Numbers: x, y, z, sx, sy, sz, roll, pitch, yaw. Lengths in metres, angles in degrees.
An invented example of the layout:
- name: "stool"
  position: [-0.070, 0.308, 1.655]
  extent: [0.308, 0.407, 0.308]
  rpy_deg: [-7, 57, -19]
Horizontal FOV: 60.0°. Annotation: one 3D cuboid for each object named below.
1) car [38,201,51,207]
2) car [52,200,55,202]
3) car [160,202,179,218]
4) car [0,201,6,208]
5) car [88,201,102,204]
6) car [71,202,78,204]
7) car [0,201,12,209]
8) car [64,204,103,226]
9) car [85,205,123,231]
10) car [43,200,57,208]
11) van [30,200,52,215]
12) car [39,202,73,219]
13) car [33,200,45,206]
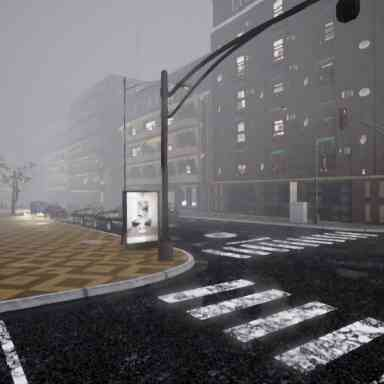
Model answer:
- name: "car"
  position: [-34.533, 2.734, 77.762]
  extent: [1.947, 1.339, 4.313]
  rpy_deg: [-2, 0, -36]
- name: "car"
  position: [-25.325, 2.469, 60.621]
  extent: [1.994, 1.385, 4.181]
  rpy_deg: [-1, -1, -36]
- name: "car"
  position: [-3.110, 1.823, 34.520]
  extent: [1.967, 1.590, 4.097]
  rpy_deg: [-2, 0, -36]
- name: "car"
  position: [-44.588, 2.860, 77.366]
  extent: [1.887, 1.381, 4.507]
  rpy_deg: [-2, 0, -36]
- name: "car"
  position: [-14.954, 2.117, 50.687]
  extent: [1.967, 1.590, 4.097]
  rpy_deg: [-2, 0, -36]
- name: "car"
  position: [-21.480, 2.423, 59.710]
  extent: [1.802, 1.307, 4.206]
  rpy_deg: [-2, 0, -36]
- name: "car"
  position: [-38.062, 2.702, 68.340]
  extent: [2.008, 1.369, 4.403]
  rpy_deg: [-2, 0, -36]
- name: "car"
  position: [-8.797, 1.968, 27.646]
  extent: [2.008, 1.369, 4.403]
  rpy_deg: [-2, 0, -36]
- name: "car"
  position: [-5.534, 1.887, 23.133]
  extent: [2.008, 1.369, 4.403]
  rpy_deg: [-2, 0, -36]
- name: "car"
  position: [-31.274, 2.526, 73.249]
  extent: [1.967, 1.590, 4.097]
  rpy_deg: [-2, 0, -36]
- name: "van"
  position: [-19.788, 2.034, 43.013]
  extent: [1.690, 1.788, 3.998]
  rpy_deg: [-2, 0, -36]
- name: "car"
  position: [-14.871, 2.114, 36.124]
  extent: [1.887, 1.381, 4.507]
  rpy_deg: [-2, 0, -36]
- name: "car"
  position: [-37.797, 2.795, 82.275]
  extent: [1.887, 1.381, 4.507]
  rpy_deg: [-2, 0, -36]
